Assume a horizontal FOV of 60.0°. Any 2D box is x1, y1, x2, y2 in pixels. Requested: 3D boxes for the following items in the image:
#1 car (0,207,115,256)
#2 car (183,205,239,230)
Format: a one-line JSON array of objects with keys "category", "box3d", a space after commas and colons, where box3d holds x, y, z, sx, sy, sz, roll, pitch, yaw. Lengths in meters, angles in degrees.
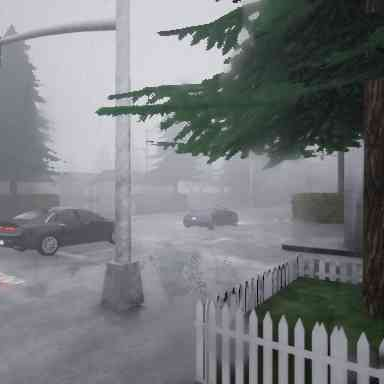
[{"category": "car", "box3d": [-4.508, 1.313, 12.325, 1.837, 1.490, 4.892, 0, 0, 35]}, {"category": "car", "box3d": [1.263, 1.468, 20.668, 1.994, 1.385, 4.181, 1, 1, 35]}]
